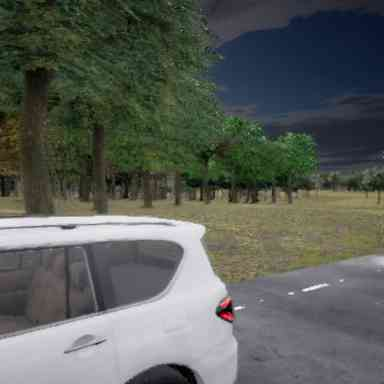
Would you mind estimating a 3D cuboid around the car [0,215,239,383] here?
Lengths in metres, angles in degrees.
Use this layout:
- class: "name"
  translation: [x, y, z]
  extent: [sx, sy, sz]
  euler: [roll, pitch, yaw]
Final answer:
- class: "car"
  translation: [-2.139, 1.242, 2.431]
  extent: [5.566, 2.045, 2.150]
  euler: [1, -1, -36]
